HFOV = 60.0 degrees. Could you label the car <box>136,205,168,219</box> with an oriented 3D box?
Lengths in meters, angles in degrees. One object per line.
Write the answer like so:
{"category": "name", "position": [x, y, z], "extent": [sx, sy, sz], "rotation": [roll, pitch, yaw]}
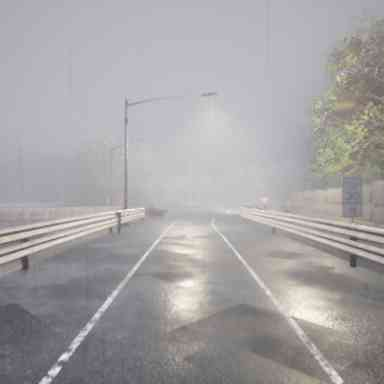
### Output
{"category": "car", "position": [-5.037, 2.393, 40.345], "extent": [1.882, 1.535, 5.008], "rotation": [-1, -2, 40]}

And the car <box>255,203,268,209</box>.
{"category": "car", "position": [16.490, 3.447, 80.015], "extent": [2.097, 1.767, 4.553], "rotation": [0, -2, 16]}
